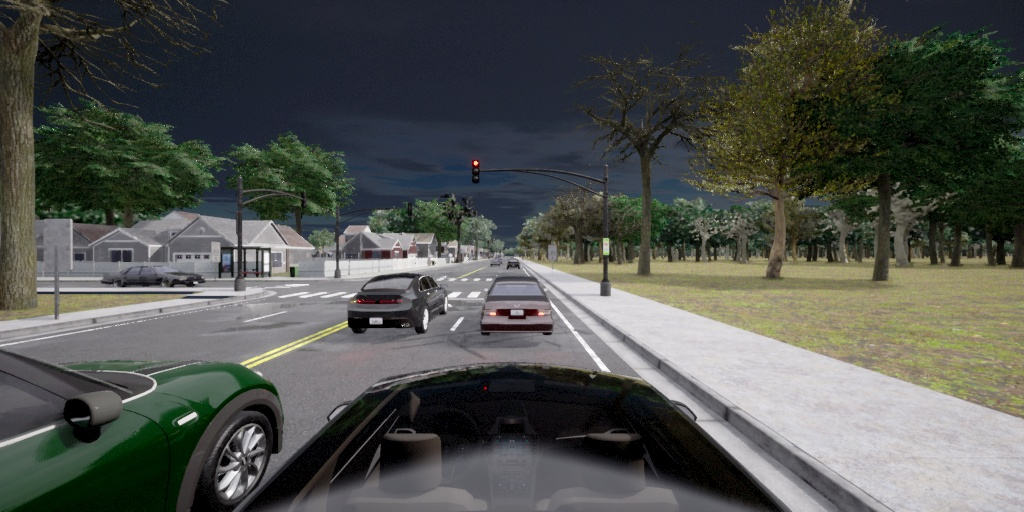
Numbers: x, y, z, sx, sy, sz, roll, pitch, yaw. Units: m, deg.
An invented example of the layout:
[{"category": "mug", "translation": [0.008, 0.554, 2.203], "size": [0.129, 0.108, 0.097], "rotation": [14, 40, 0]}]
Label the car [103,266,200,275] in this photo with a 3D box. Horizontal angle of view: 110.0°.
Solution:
[{"category": "car", "translation": [-22.863, 1.328, 22.924], "size": [5.357, 1.411, 2.033], "rotation": [0, 0, 0]}]

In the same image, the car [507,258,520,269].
[{"category": "car", "translation": [0.218, 1.211, 56.589], "size": [1.882, 1.535, 5.008], "rotation": [0, 0, 0]}]

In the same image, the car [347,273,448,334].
[{"category": "car", "translation": [-3.138, 1.254, 10.682], "size": [1.837, 1.490, 4.892], "rotation": [0, 0, 0]}]

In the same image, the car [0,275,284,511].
[{"category": "car", "translation": [-3.150, 1.102, 1.436], "size": [2.097, 1.767, 4.553], "rotation": [0, 0, 0]}]

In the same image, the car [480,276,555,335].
[{"category": "car", "translation": [0.118, 1.297, 10.429], "size": [2.033, 1.411, 5.357], "rotation": [0, 0, 0]}]
